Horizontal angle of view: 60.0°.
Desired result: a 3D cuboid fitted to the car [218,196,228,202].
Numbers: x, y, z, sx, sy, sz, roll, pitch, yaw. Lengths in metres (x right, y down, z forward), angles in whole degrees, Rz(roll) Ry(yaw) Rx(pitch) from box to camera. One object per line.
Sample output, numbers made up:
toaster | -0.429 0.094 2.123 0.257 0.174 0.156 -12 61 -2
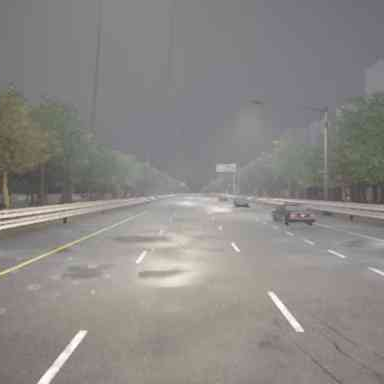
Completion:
car | 7.374 1.582 79.991 1.812 1.442 4.674 0 0 1

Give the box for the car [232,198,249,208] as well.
car | 7.148 1.598 49.223 1.994 1.385 4.181 0 0 0

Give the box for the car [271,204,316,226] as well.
car | 7.037 1.555 23.567 2.033 1.411 5.357 0 0 0
